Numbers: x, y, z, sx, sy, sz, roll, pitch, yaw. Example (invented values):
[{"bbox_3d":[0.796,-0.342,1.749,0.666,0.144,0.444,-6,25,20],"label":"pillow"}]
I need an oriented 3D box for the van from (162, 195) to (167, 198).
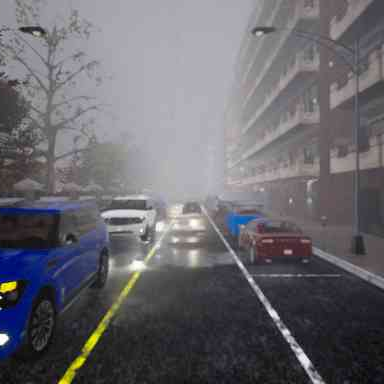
[{"bbox_3d":[-5.681,1.403,56.593,1.690,1.788,3.998,0,0,0],"label":"van"}]

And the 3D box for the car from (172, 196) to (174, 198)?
[{"bbox_3d":[-5.676,1.670,90.203,1.752,1.417,4.829,0,0,0],"label":"car"}]

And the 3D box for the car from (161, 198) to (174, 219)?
[{"bbox_3d":[-3.061,1.513,28.913,2.128,1.511,4.902,0,0,0],"label":"car"}]

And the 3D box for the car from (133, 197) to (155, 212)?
[{"bbox_3d":[-5.683,1.475,39.703,1.967,1.590,4.097,0,0,0],"label":"car"}]

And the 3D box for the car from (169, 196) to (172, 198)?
[{"bbox_3d":[-5.679,1.636,67.852,2.008,1.369,4.403,0,0,0],"label":"car"}]

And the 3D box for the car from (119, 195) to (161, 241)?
[{"bbox_3d":[-3.078,1.231,16.970,2.150,2.045,5.566,0,0,0],"label":"car"}]

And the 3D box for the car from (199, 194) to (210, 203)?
[{"bbox_3d":[2.702,1.415,73.481,2.192,1.841,5.009,0,0,0],"label":"car"}]

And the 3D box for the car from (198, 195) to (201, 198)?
[{"bbox_3d":[0.023,1.537,46.653,2.128,1.511,4.902,0,0,0],"label":"car"}]

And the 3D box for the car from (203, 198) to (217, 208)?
[{"bbox_3d":[2.699,1.602,50.961,2.008,1.369,4.403,0,0,0],"label":"car"}]

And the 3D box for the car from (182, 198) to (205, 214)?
[{"bbox_3d":[0.006,1.593,35.268,1.994,1.385,4.181,0,0,0],"label":"car"}]

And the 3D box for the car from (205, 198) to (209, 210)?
[{"bbox_3d":[2.696,1.578,34.071,2.008,1.369,4.403,0,0,0],"label":"car"}]

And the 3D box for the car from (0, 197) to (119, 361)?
[{"bbox_3d":[-3.090,1.224,6.258,2.150,2.045,5.566,0,0,-1],"label":"car"}]

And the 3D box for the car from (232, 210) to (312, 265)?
[{"bbox_3d":[2.694,1.550,11.549,1.887,1.381,4.507,0,0,0],"label":"car"}]

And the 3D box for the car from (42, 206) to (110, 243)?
[{"bbox_3d":[-5.685,1.535,17.012,1.752,1.417,4.829,0,0,0],"label":"car"}]

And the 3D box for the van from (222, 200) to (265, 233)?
[{"bbox_3d":[2.695,1.350,17.180,1.690,1.788,3.998,0,0,0],"label":"van"}]

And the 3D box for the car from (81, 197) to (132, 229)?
[{"bbox_3d":[-5.685,1.330,22.812,2.192,1.841,5.009,0,0,0],"label":"car"}]

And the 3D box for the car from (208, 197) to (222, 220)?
[{"bbox_3d":[2.696,1.460,28.441,1.967,1.590,4.097,0,0,0],"label":"car"}]

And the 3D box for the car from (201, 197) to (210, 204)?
[{"bbox_3d":[2.701,1.667,67.852,1.802,1.307,4.206,0,0,0],"label":"car"}]

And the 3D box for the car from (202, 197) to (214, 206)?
[{"bbox_3d":[2.699,1.606,56.591,1.887,1.381,4.507,0,0,0],"label":"car"}]

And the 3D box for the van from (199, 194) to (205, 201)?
[{"bbox_3d":[2.704,1.487,90.373,1.690,1.788,3.998,0,0,0],"label":"van"}]

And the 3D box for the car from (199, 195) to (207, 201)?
[{"bbox_3d":[2.703,1.570,84.741,1.967,1.590,4.097,0,0,0],"label":"car"}]

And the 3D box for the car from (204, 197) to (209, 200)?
[{"bbox_3d":[2.698,1.579,39.700,1.887,1.381,4.507,0,0,0],"label":"car"}]

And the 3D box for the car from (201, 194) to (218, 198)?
[{"bbox_3d":[2.699,1.358,45.331,2.192,1.841,5.009,0,0,0],"label":"car"}]
